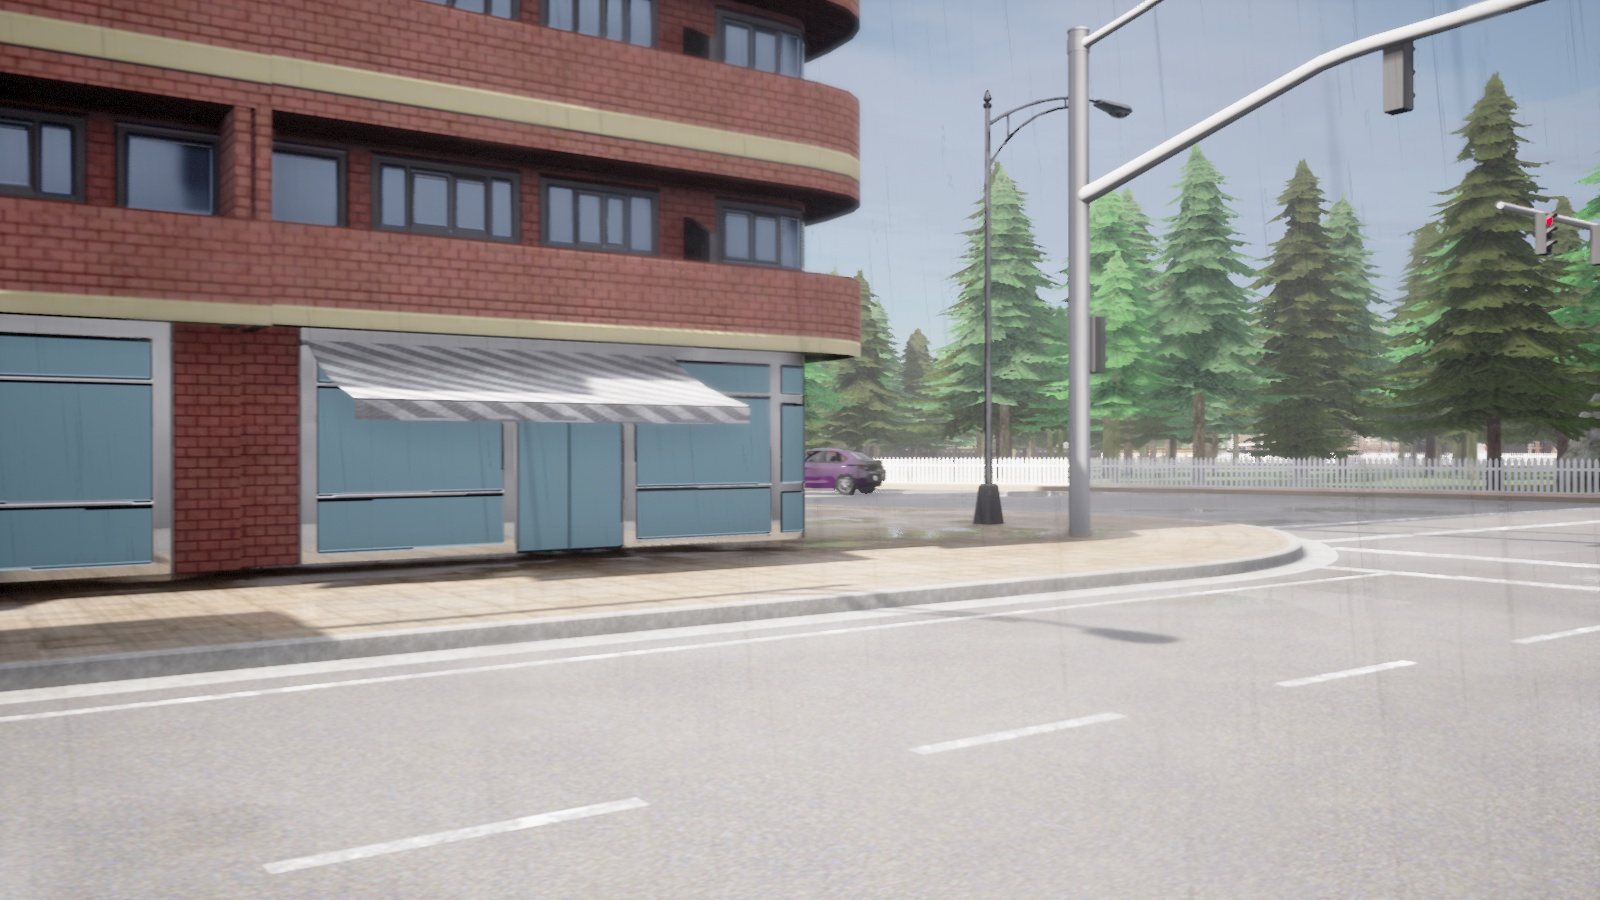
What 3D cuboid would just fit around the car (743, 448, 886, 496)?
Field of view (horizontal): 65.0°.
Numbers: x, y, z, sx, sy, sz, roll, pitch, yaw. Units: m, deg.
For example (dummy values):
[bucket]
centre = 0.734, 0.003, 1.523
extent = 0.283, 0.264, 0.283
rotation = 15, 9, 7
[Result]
[car]
centre = 0.459, 0.680, 40.111
extent = 4.193, 1.474, 1.816
rotation = 0, 0, 26
